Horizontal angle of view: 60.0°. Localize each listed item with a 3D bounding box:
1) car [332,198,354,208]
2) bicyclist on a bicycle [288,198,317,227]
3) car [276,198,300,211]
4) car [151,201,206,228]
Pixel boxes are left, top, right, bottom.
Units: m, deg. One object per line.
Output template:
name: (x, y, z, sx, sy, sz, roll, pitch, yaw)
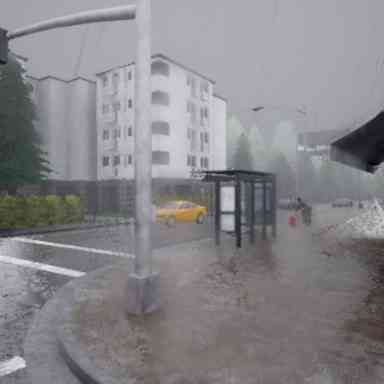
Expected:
car: (20.478, 1.485, 45.053, 2.033, 1.411, 5.357, 0, -2, 36)
bicyclist on a bicycle: (6.126, 1.136, 18.550, 1.656, 1.620, 0.582, 0, 0, 36)
car: (10.938, 1.396, 38.025, 2.033, 1.411, 5.357, 0, 0, 36)
car: (-1.021, 1.326, 21.422, 1.882, 1.535, 5.008, 0, 0, 36)
